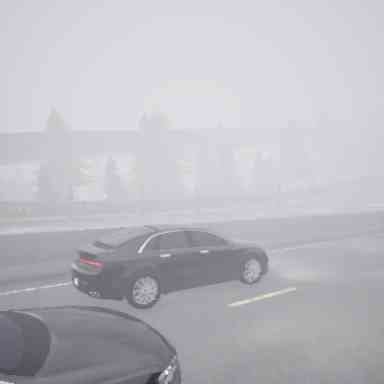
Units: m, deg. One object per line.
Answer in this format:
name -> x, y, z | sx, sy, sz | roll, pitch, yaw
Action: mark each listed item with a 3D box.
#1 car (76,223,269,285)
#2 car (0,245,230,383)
car -> -0.275, 1.498, 7.849 | 4.892, 1.490, 1.837 | 0, 0, -35
car -> -2.312, 1.493, 2.098 | 4.902, 1.511, 2.128 | 0, 0, -35
